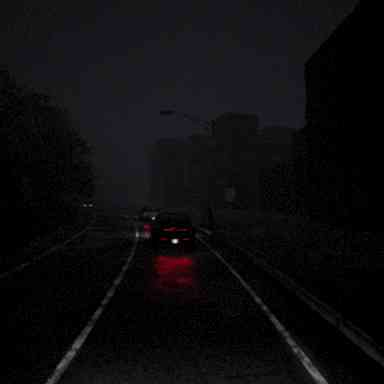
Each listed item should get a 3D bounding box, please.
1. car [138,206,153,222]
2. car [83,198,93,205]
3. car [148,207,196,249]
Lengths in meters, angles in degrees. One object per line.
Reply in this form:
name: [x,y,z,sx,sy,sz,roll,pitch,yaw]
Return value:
car: [-3.792,1.947,30.238,1.895,1.301,4.718,1,-1,-14]
car: [-21.626,1.903,68.925,2.033,1.411,5.357,2,-1,-19]
car: [-0.974,1.677,15.419,1.837,1.490,4.892,1,0,-7]
